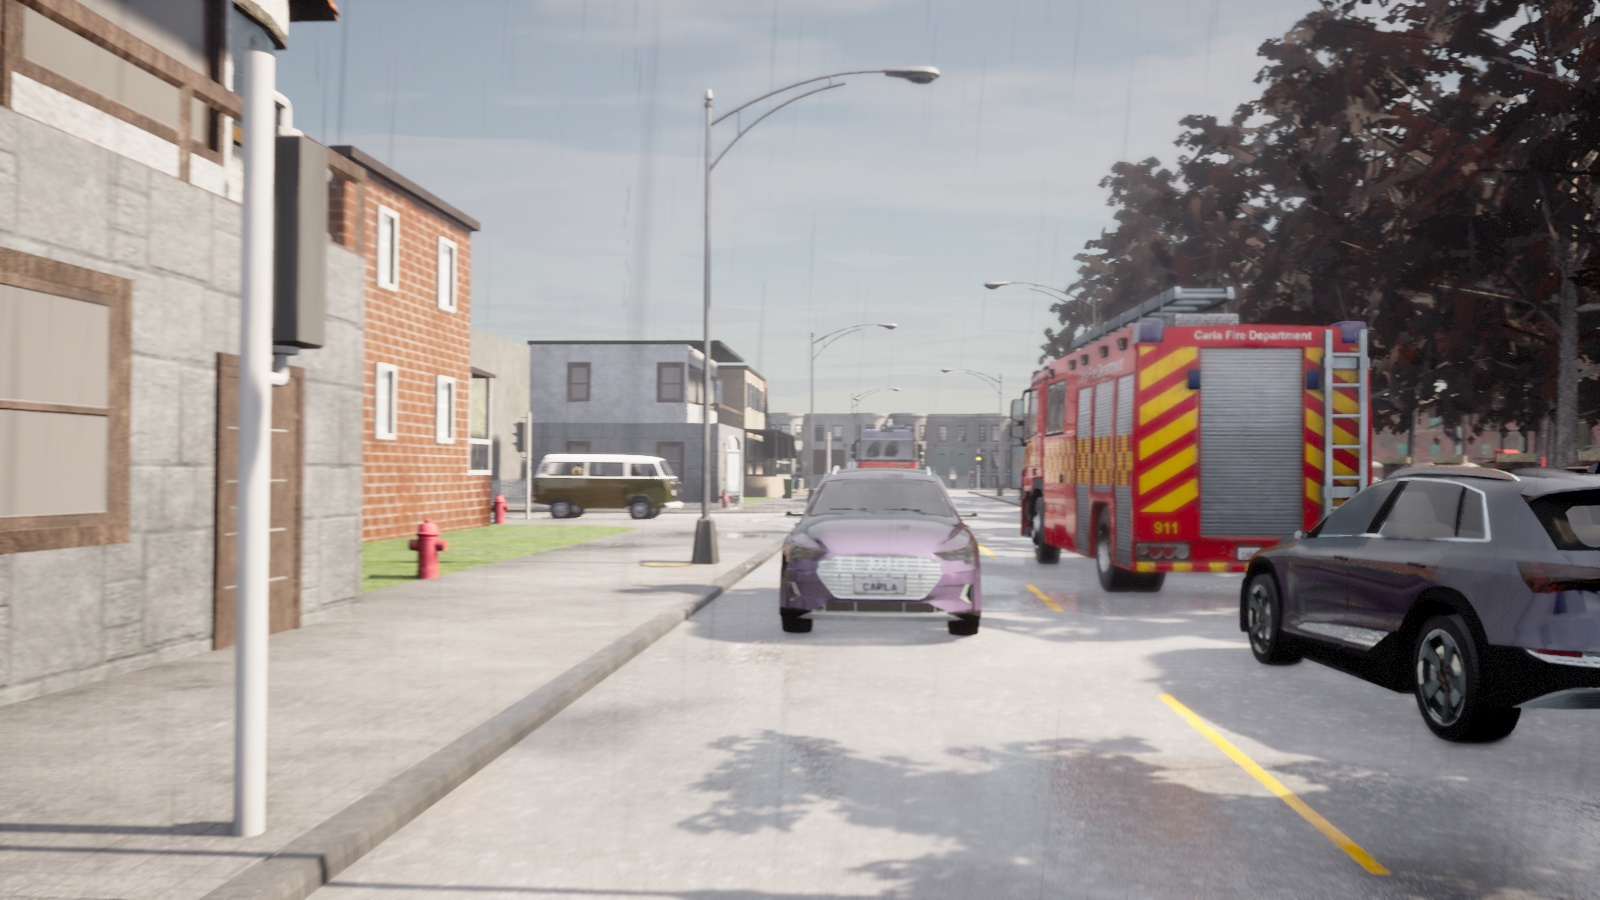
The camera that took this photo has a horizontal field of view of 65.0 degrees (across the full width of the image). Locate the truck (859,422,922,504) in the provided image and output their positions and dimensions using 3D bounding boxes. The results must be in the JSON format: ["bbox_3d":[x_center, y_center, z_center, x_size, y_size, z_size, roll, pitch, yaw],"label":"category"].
[{"bbox_3d":[4.534,0.680,62.729,2.891,3.827,8.468,0,-1,4],"label":"truck"}]

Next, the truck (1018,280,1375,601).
[{"bbox_3d":[5.453,-0.044,19.203,2.891,3.827,8.468,0,-1,1],"label":"truck"}]

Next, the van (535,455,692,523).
[{"bbox_3d":[-5.749,1.198,39.040,4.480,2.038,2.069,0,-1,4],"label":"van"}]

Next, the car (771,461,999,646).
[{"bbox_3d":[0.934,0.970,13.690,2.033,1.649,4.856,0,-1,4],"label":"car"}]

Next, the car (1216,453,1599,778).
[{"bbox_3d":[4.741,0.880,8.817,2.033,1.649,4.856,0,-1,0],"label":"car"}]
